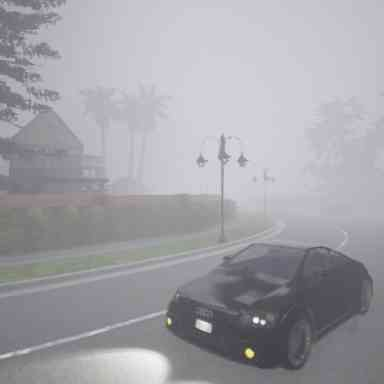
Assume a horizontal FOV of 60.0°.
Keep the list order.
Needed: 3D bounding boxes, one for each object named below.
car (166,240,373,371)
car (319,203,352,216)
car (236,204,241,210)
[{"bbox_3d":[1.560,1.590,5.820,1.994,1.385,4.181,-1,0,45],"label":"car"},{"bbox_3d":[16.078,1.945,37.450,1.994,1.385,4.181,0,-1,-6],"label":"car"},{"bbox_3d":[6.202,2.243,54.609,1.994,1.385,4.181,0,-1,-28],"label":"car"}]
